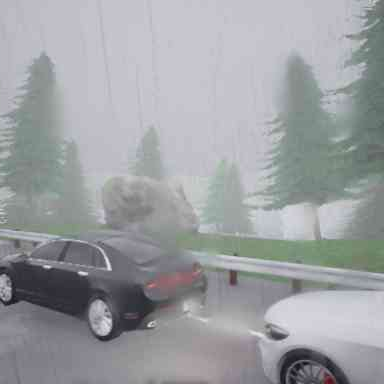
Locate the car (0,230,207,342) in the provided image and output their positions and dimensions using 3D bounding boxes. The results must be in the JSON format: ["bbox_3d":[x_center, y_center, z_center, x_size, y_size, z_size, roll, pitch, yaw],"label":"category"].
[{"bbox_3d":[-2.023,1.530,6.570,4.892,1.490,1.837,0,0,35],"label":"car"}]

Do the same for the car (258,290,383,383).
[{"bbox_3d":[2.941,1.521,3.067,4.674,1.442,1.812,0,0,36],"label":"car"}]
